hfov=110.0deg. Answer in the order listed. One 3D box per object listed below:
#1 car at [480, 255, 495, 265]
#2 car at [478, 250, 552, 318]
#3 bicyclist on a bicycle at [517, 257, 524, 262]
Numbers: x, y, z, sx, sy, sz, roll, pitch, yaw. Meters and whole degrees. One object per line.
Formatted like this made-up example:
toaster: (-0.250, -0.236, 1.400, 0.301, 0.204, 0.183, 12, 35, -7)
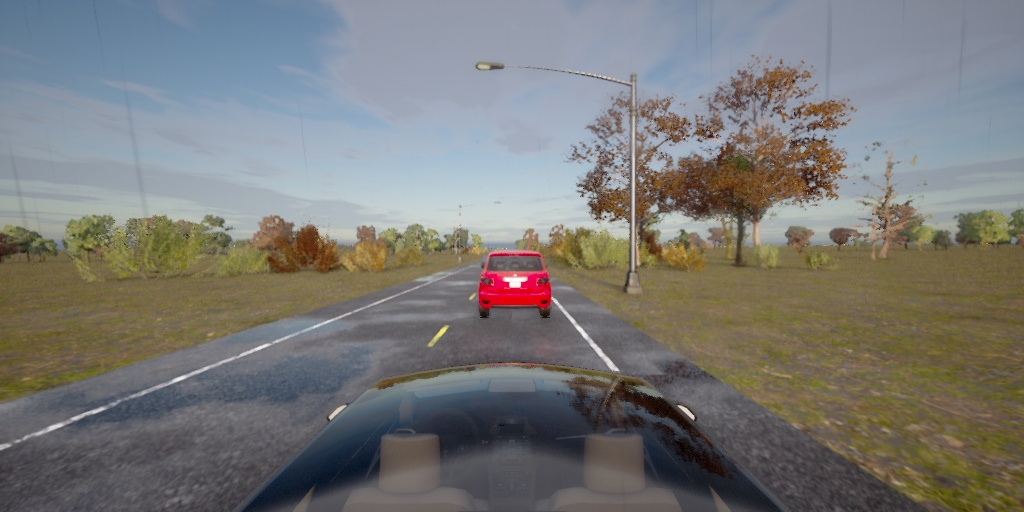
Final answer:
car: (-3.718, 0.525, 55.400, 2.033, 1.411, 5.357, 0, 1, 0)
car: (0.080, 0.818, 12.427, 2.150, 2.045, 5.566, 0, 1, 0)
bicyclist on a bicycle: (0.928, 0.602, 37.665, 0.659, 1.776, 1.843, 0, 1, 0)
